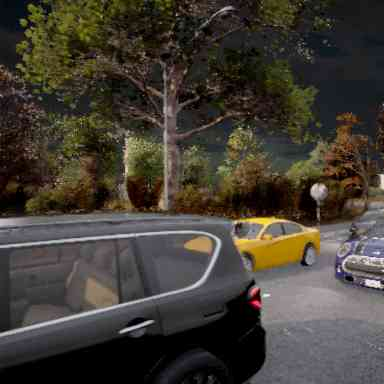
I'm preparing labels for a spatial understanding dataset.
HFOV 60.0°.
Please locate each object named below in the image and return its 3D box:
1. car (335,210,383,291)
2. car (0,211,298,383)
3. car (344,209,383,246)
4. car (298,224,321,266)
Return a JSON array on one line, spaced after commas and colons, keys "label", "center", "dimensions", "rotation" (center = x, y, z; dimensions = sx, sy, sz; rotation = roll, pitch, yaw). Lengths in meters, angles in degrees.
[{"label": "car", "center": [5.646, 1.416, 8.697], "dimensions": [4.553, 1.767, 2.097], "rotation": [1, -1, -40]}, {"label": "car", "center": [-1.832, 1.242, 2.719], "dimensions": [5.566, 2.045, 2.150], "rotation": [0, 0, -35]}, {"label": "car", "center": [9.666, 1.681, 16.929], "dimensions": [4.892, 1.490, 1.837], "rotation": [1, -1, -44]}, {"label": "car", "center": [1.991, 1.548, 10.168], "dimensions": [5.008, 1.535, 1.882], "rotation": [1, -1, -40]}]
